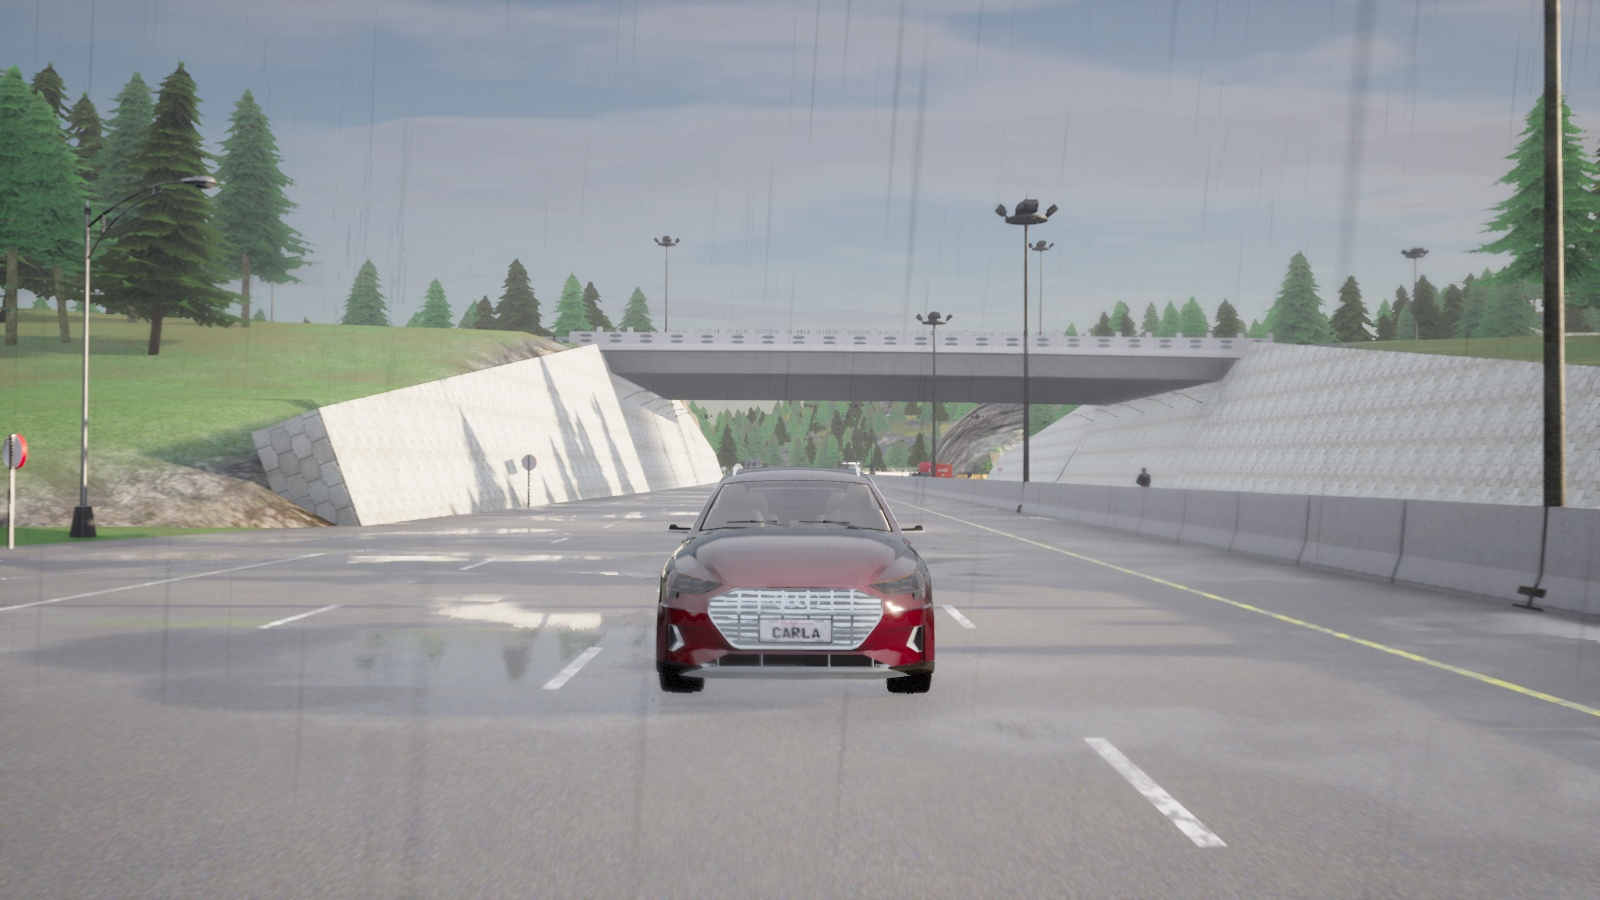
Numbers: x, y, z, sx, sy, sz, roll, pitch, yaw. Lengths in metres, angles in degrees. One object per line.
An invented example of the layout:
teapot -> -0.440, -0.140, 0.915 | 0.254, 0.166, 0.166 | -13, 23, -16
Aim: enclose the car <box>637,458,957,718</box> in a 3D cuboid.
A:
car -> -0.026, 0.920, 10.443 | 2.033, 1.649, 4.856 | 0, -1, 0
